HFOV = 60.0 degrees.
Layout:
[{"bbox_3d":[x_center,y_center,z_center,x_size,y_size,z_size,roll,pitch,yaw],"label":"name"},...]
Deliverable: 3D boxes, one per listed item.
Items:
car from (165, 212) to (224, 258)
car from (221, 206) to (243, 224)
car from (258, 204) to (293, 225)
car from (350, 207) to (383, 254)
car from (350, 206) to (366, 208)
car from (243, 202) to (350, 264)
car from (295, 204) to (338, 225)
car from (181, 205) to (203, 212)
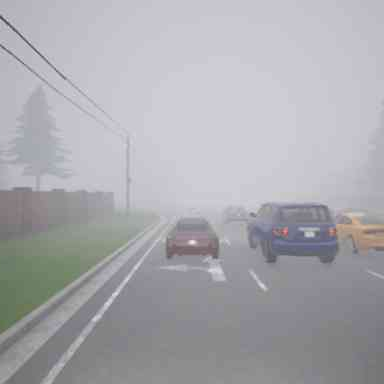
[{"bbox_3d":[0.024,1.713,13.414,1.994,1.385,4.181,0,-1,0],"label":"car"},{"bbox_3d":[3.512,1.850,27.495,2.033,1.411,5.357,0,-1,0],"label":"car"},{"bbox_3d":[7.020,1.821,28.481,1.837,1.490,4.892,0,0,0],"label":"car"},{"bbox_3d":[7.028,1.635,14.238,1.882,1.535,5.008,0,0,0],"label":"car"},{"bbox_3d":[14.021,1.878,28.520,1.994,1.385,4.181,0,-1,0],"label":"car"},{"bbox_3d":[3.513,1.364,12.551,2.150,2.045,5.566,0,0,0],"label":"car"},{"bbox_3d":[10.520,1.821,28.484,1.837,1.490,4.892,0,0,0],"label":"car"},{"bbox_3d":[-0.011,1.842,28.881,1.812,1.442,4.674,0,0,0],"label":"car"}]
